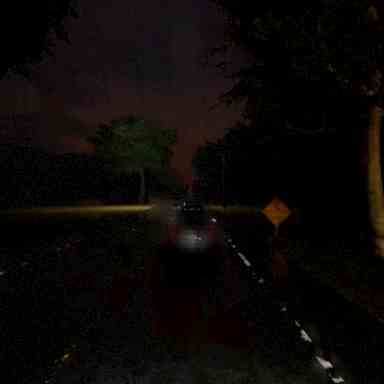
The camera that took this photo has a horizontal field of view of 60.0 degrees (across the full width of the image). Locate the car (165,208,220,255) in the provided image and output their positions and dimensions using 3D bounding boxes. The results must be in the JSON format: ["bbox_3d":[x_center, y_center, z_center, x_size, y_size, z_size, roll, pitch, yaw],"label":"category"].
[{"bbox_3d":[0.040,1.569,13.360,1.994,1.385,4.181,0,0,1],"label":"car"}]

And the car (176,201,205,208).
[{"bbox_3d":[0.027,1.571,28.012,2.128,1.511,4.902,0,0,1],"label":"car"}]

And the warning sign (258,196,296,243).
[{"bbox_3d":[3.556,1.118,13.997,1.300,1.860,1.060,1,1,0],"label":"warning sign"}]

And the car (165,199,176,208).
[{"bbox_3d":[-3.590,1.959,57.398,1.837,1.490,4.892,0,-1,0],"label":"car"}]
